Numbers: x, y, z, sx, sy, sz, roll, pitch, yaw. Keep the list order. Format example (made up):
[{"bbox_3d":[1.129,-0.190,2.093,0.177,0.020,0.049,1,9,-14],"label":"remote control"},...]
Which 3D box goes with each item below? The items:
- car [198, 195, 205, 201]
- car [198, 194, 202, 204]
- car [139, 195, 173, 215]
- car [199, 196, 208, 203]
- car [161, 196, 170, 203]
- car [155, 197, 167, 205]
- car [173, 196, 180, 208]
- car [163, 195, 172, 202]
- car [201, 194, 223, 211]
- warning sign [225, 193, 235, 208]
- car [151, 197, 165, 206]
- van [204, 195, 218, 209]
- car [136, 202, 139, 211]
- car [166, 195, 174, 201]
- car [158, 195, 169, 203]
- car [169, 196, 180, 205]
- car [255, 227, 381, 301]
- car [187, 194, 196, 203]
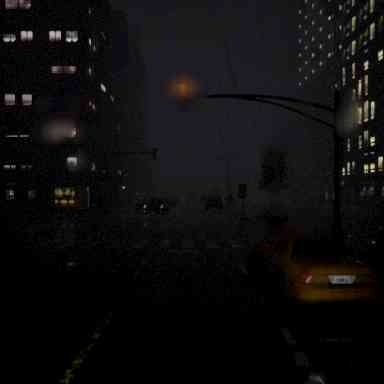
[{"bbox_3d":[2.520,1.608,90.386,1.752,1.417,4.829,0,0,0],"label":"car"},{"bbox_3d":[2.570,1.350,62.583,2.192,1.841,5.009,0,0,0],"label":"car"},{"bbox_3d":[-3.515,1.357,33.310,2.097,1.767,4.553,0,0,5],"label":"car"},{"bbox_3d":[2.551,1.597,73.636,1.887,1.381,4.507,0,0,0],"label":"car"},{"bbox_3d":[-5.829,1.635,73.621,1.802,1.307,4.206,0,0,0],"label":"car"},{"bbox_3d":[-5.809,1.580,62.567,1.887,1.381,4.507,0,0,0],"label":"car"},{"bbox_3d":[-3.182,1.579,47.356,1.994,1.385,4.181,0,0,0],"label":"car"},{"bbox_3d":[-5.840,1.502,79.148,1.967,1.590,4.097,0,0,0],"label":"car"},{"bbox_3d":[2.611,1.324,40.477,2.192,1.841,5.009,0,0,0],"label":"car"},{"bbox_3d":[4.992,1.127,43.738,1.300,1.860,1.060,0,0,0],"label":"warning sign"},{"bbox_3d":[-5.799,1.578,57.041,2.008,1.369,4.403,0,0,0],"label":"car"},{"bbox_3d":[2.601,1.355,46.003,1.690,1.788,3.998,0,0,0],"label":"van"},{"bbox_3d":[-5.767,1.560,40.461,2.008,1.369,4.403,0,0,0],"label":"car"},{"bbox_3d":[-5.859,1.607,90.031,1.752,1.417,4.829,0,0,0],"label":"car"},{"bbox_3d":[-5.820,1.484,68.094,1.967,1.590,4.097,0,0,0],"label":"car"},{"bbox_3d":[-3.180,1.511,61.470,1.882,1.535,5.008,0,0,0],"label":"car"},{"bbox_3d":[2.672,1.524,8.234,1.752,1.417,4.829,0,0,0],"label":"car"},{"bbox_3d":[-0.128,1.593,69.248,2.033,1.411,5.357,0,0,0],"label":"car"}]
